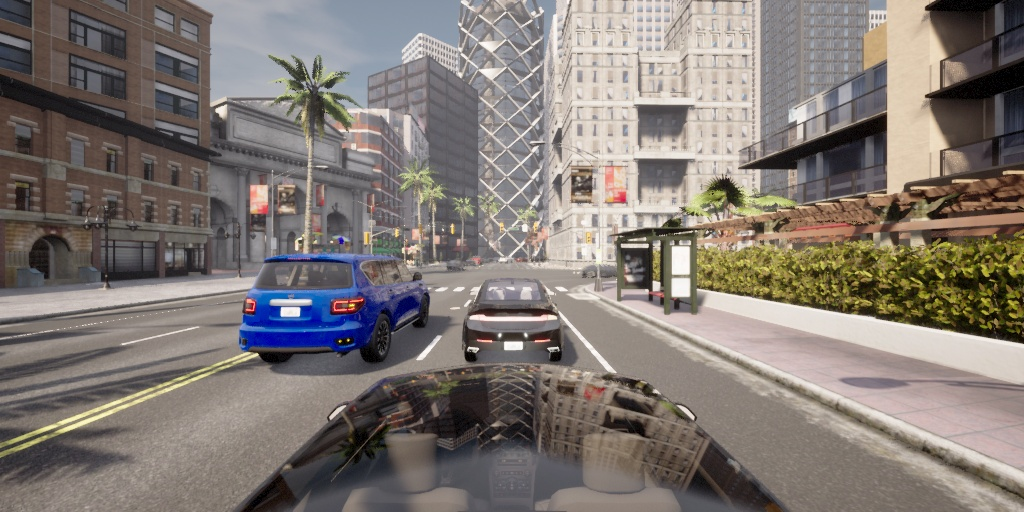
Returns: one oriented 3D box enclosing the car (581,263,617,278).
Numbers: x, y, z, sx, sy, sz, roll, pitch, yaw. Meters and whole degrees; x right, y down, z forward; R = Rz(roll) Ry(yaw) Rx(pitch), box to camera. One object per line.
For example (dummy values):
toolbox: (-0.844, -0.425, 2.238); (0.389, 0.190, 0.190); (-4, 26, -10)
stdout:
car: (8.512, 1.314, 33.036); (4.181, 1.385, 1.994); (0, 0, 2)

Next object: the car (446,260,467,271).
car: (-7.582, 1.254, 47.962); (1.837, 1.490, 4.892); (0, 0, -1)

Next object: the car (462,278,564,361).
car: (0.013, 1.242, 8.228); (2.128, 1.511, 4.902); (0, 0, 0)

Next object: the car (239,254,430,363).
car: (-3.489, 0.971, 8.313); (2.150, 2.045, 5.566); (0, 0, 0)
